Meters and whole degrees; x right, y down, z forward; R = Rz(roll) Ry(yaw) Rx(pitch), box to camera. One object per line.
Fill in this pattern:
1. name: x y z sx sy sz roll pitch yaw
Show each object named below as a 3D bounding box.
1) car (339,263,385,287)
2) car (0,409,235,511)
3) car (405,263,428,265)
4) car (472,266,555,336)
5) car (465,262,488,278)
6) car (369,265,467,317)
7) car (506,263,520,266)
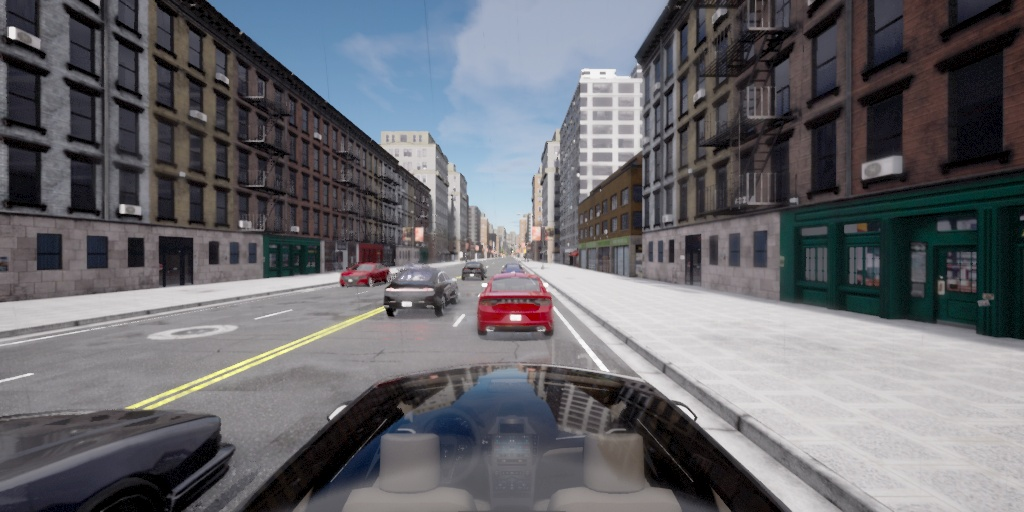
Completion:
1. car: -9.864 1.227 24.396 1.882 1.535 5.008 0 0 0
2. car: -3.146 1.298 0.361 2.033 1.411 5.357 0 0 0
3. car: -6.616 1.241 24.488 2.128 1.511 4.902 0 0 0
4. car: 0.093 1.226 10.475 1.882 1.535 5.008 0 0 0
5. car: -3.167 1.256 30.610 1.837 1.490 4.892 0 0 0
6. car: -3.160 1.240 13.216 2.128 1.511 4.902 0 0 0
7. car: 0.082 1.316 30.814 1.994 1.385 4.181 0 0 0
